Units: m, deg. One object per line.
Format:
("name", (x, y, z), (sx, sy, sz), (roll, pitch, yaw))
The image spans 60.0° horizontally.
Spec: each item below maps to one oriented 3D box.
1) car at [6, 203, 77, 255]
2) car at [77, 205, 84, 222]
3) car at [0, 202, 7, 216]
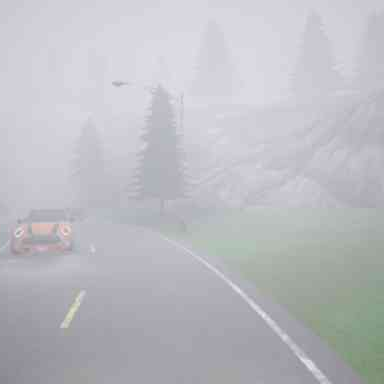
("car", (-6.021, 1.431, 13.865), (2.097, 1.767, 4.553), (0, 0, -19))
("car", (-10.524, 1.651, 27.296), (1.837, 1.490, 4.892), (0, 0, -42))
("car", (-21.277, 1.746, 34.706), (4.902, 1.511, 2.128), (0, 0, 24))
